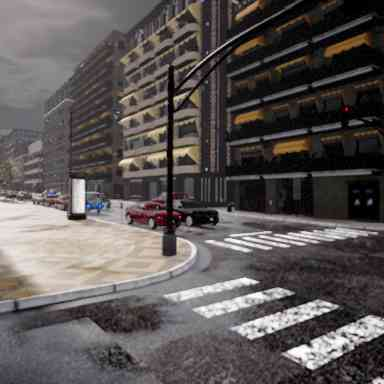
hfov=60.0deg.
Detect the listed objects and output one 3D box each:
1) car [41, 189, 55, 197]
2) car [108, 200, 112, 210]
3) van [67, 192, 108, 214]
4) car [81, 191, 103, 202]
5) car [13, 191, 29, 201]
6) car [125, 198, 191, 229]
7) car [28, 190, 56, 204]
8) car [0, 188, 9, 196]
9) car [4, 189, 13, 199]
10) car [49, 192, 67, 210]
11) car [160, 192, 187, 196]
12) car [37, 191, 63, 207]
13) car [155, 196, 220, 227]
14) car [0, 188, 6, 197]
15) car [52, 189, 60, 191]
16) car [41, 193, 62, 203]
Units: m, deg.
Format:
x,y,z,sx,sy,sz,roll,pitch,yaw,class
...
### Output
x,y,z,sx,sy,sz,roll,pitch,yaw,class
-32.189,0.283,74.370,1.967,1.590,4.097,2,0,-36,car
-9.749,0.989,33.738,2.128,1.511,4.902,1,0,-36,car
-8.965,0.887,28.287,1.690,1.788,3.998,2,0,-36,van
-15.529,0.722,51.515,1.967,1.590,4.097,2,0,-36,car
-25.628,0.547,51.143,1.967,1.590,4.097,2,0,-36,car
-2.308,1.267,19.145,1.887,1.381,4.507,2,0,-36,car
-18.867,0.811,41.864,1.752,1.417,4.829,2,0,-36,car
-42.284,-0.016,73.999,2.192,1.841,5.009,2,0,-36,car
-32.295,0.476,60.286,1.887,1.381,4.507,2,0,-36,car
-12.304,1.003,32.859,1.887,1.381,4.507,2,0,-36,car
-2.198,0.948,33.230,2.192,1.841,5.009,2,0,-36,car
-15.635,0.915,37.429,1.887,1.381,4.507,2,0,-36,car
-0.318,1.224,20.786,1.882,1.535,5.008,1,1,-35,car
-38.959,0.307,69.428,2.008,1.369,4.403,2,0,-36,car
-25.628,0.541,65.365,1.752,1.417,4.829,2,0,-36,car
-20.737,0.863,48.973,1.895,1.301,4.718,1,0,-36,car
